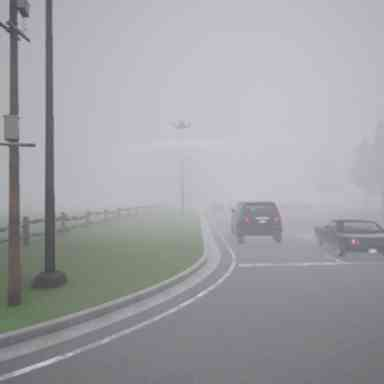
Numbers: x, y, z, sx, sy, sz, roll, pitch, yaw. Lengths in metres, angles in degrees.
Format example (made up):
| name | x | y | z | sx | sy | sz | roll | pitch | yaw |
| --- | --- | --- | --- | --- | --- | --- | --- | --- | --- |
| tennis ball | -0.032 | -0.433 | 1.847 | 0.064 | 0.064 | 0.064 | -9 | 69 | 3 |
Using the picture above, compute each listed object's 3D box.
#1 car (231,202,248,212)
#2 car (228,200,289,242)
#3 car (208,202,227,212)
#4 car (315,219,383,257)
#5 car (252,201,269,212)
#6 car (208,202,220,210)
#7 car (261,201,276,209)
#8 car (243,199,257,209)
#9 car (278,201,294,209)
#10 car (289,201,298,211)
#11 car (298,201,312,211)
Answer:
| name | x | y | z | sx | sy | sz | roll | pitch | yaw |
| --- | --- | --- | --- | --- | --- | --- | --- | --- | --- |
| car | 7.629 | 2.347 | 53.661 | 2.128 | 1.511 | 4.902 | -1 | -1 | 1 |
| car | 3.396 | 1.505 | 18.129 | 2.150 | 2.045 | 5.566 | -1 | -1 | 3 |
| car | 4.130 | 2.380 | 53.977 | 1.882 | 1.535 | 5.008 | -1 | -1 | 1 |
| car | 6.478 | 1.770 | 13.646 | 1.895 | 1.301 | 4.718 | -1 | -1 | 7 |
| car | 11.139 | 2.329 | 54.281 | 1.837 | 1.490 | 4.892 | -1 | -1 | 1 |
| car | 4.197 | 2.631 | 64.399 | 2.033 | 1.411 | 5.357 | -1 | -1 | 1 |
| car | 14.691 | 2.479 | 64.056 | 1.812 | 1.442 | 4.674 | -1 | -1 | 1 |
| car | 11.199 | 2.355 | 64.547 | 2.097 | 1.767 | 4.553 | -1 | -1 | 1 |
| car | 18.195 | 2.441 | 64.273 | 1.812 | 1.442 | 4.674 | -1 | -1 | 1 |
| car | 14.617 | 2.248 | 52.793 | 2.128 | 1.511 | 4.902 | -1 | -1 | 1 |
| car | 18.140 | 2.247 | 54.369 | 1.837 | 1.490 | 4.892 | -1 | -1 | 1 |
